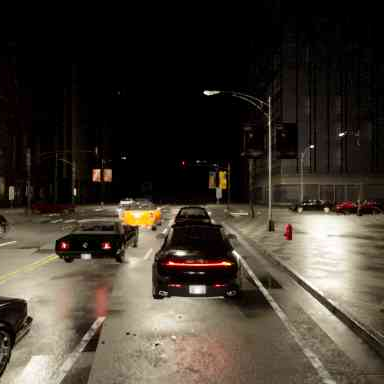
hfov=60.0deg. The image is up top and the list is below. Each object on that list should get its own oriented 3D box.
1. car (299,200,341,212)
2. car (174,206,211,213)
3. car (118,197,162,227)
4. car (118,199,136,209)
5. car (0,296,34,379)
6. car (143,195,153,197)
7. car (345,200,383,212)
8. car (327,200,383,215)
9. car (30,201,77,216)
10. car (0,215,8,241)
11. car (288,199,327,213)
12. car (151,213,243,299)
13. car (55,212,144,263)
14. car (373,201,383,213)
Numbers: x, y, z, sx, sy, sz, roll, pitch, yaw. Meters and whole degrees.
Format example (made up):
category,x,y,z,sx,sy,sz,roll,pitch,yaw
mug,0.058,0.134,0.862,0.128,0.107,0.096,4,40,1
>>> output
category,x,y,z,sx,sy,sz,roll,pitch,yaw
car,15.270,1.662,39.797,4.313,1.339,1.947,0,0,-1
car,0.038,1.509,17.900,1.882,1.535,5.008,0,0,0
car,-3.105,1.396,21.014,2.097,1.767,4.553,0,0,0
car,-9.737,1.745,50.428,1.812,1.442,4.674,0,0,0
car,-3.152,1.548,2.233,2.033,1.411,5.357,0,0,0
car,-9.599,1.603,71.790,2.150,2.045,5.566,0,0,0
car,20.910,1.643,39.873,4.313,1.339,1.947,0,0,-1
car,15.382,1.577,31.273,4.206,1.307,1.802,0,0,-1
car,-14.139,1.660,33.776,4.674,1.442,1.812,-1,0,-7
car,-9.783,1.523,14.091,1.837,1.490,4.892,0,0,1
car,13.207,1.576,37.016,4.892,1.490,1.837,0,-1,-1
car,0.116,1.512,8.409,1.837,1.490,4.892,0,0,0
car,-3.123,1.615,12.020,1.895,1.301,4.718,0,0,0
car,23.107,1.639,37.150,4.718,1.301,1.895,0,-1,-1
